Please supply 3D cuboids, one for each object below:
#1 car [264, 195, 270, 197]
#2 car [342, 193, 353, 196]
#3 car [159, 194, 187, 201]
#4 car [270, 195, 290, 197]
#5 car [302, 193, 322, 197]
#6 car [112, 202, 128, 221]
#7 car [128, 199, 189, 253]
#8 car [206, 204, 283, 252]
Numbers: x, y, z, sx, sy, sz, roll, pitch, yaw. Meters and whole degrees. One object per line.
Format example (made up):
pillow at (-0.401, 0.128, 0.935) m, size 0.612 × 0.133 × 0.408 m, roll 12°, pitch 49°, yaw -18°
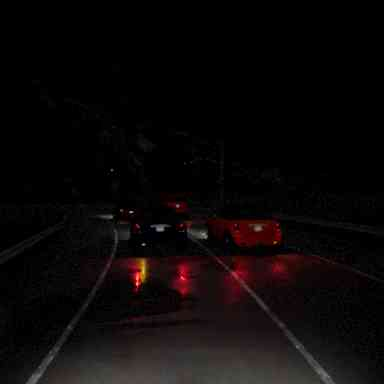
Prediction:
car at (19.809, 1.411, 84.987) m, size 5.357 × 1.411 × 2.033 m, roll 0°, pitch 0°, yaw -26°
car at (40.123, 1.174, 86.385) m, size 4.553 × 1.767 × 2.097 m, roll 0°, pitch 0°, yaw -42°
car at (-1.842, 1.200, 28.977) m, size 2.150 × 2.045 × 5.566 m, roll 0°, pitch 0°, yaw -15°
car at (22.406, 1.391, 82.415) m, size 4.674 × 1.442 × 1.812 m, roll 0°, pitch 0°, yaw -26°
car at (27.310, 1.413, 77.099) m, size 4.181 × 1.385 × 1.994 m, roll 0°, pitch 0°, yaw -26°
car at (-5.414, 1.550, 27.676) m, size 1.994 × 1.385 × 4.181 m, roll 0°, pitch 0°, yaw -21°
car at (-1.516, 1.342, 13.891) m, size 2.097 × 1.767 × 4.553 m, roll 0°, pitch 0°, yaw -10°
car at (2.015, 1.334, 14.046) m, size 2.097 × 1.767 × 4.553 m, roll 0°, pitch 0°, yaw -10°
